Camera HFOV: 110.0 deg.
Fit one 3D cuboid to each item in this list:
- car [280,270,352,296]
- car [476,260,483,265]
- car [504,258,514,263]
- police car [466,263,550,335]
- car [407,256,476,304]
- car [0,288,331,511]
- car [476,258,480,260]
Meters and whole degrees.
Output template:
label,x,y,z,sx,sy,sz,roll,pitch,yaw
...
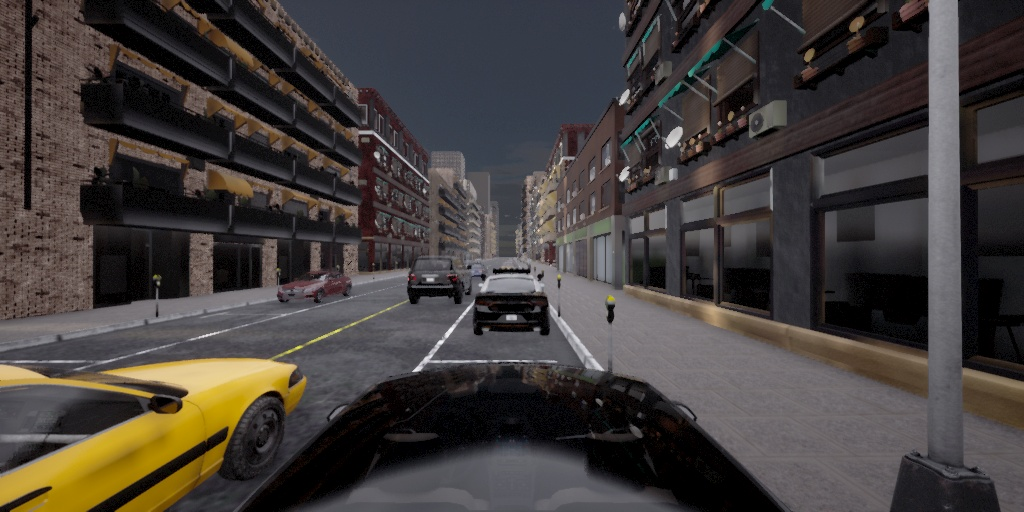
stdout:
label,x,y,z,sx,sy,sz,roll,pitch,yaw
car,-8.837,1.332,16.462,1.802,1.307,4.207,0,0,0
car,-3.145,1.314,31.464,2.033,1.411,5.357,0,0,0
car,-0.456,1.274,39.173,1.751,1.417,4.829,0,0,0
police car,-0.011,1.175,10.609,1.930,1.638,5.238,0,0,0
car,-3.145,1.009,16.494,2.150,2.045,5.566,0,0,0
car,-3.145,1.206,1.693,1.801,1.575,5.366,0,0,0
car,-6.146,1.269,50.465,2.128,1.511,4.902,0,0,0
